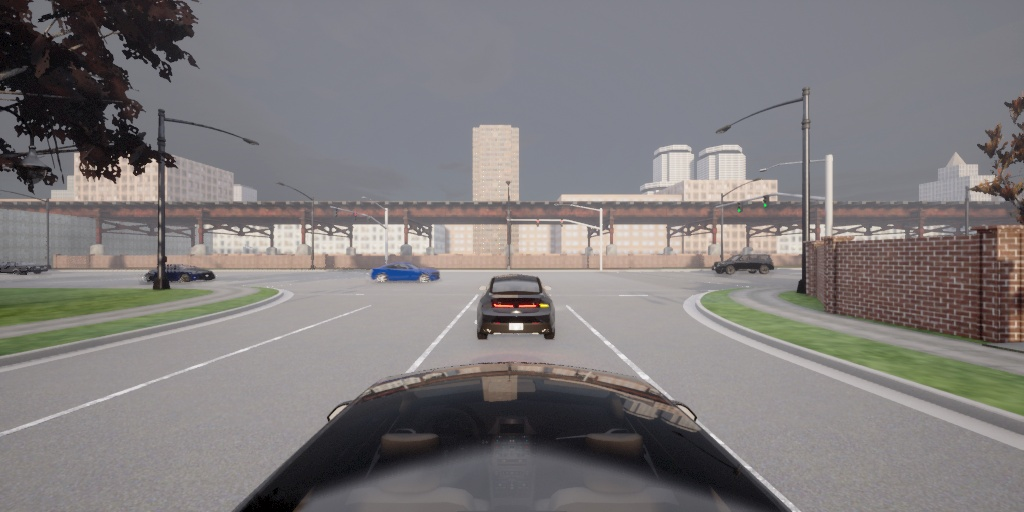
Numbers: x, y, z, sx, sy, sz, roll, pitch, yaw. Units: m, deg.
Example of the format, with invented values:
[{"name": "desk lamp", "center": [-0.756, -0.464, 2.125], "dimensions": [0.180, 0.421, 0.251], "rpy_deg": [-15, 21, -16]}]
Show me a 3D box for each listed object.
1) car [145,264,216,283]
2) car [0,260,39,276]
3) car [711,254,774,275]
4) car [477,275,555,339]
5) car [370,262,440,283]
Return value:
[{"name": "car", "center": [-25.152, 1.313, 27.280], "dimensions": [4.181, 1.385, 1.994], "rpy_deg": [0, 0, 2]}, {"name": "car", "center": [-40.423, 0.960, 27.780], "dimensions": [4.718, 1.301, 1.895], "rpy_deg": [0, 0, 2]}, {"name": "car", "center": [23.557, 0.835, 36.650], "dimensions": [5.566, 2.045, 2.150], "rpy_deg": [-1, 0, 3]}, {"name": "car", "center": [0.094, 1.256, 10.049], "dimensions": [1.837, 1.490, 4.892], "rpy_deg": [0, 0, 0]}, {"name": "car", "center": [-7.935, 1.223, 26.808], "dimensions": [5.008, 1.535, 1.882], "rpy_deg": [0, 0, 2]}]
